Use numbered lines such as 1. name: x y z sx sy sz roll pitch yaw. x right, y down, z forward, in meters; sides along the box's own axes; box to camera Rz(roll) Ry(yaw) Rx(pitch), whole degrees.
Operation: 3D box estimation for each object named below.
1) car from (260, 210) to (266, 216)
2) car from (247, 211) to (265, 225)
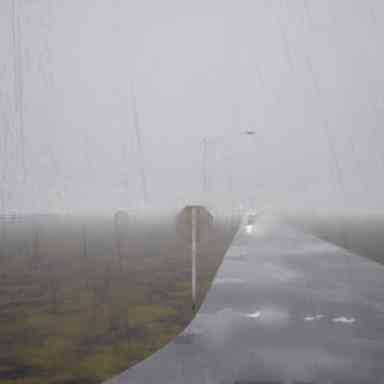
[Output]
1. car: 18.652 5.502 88.355 1.837 1.490 4.892 0 -2 10
2. car: 8.764 3.781 46.702 2.128 1.511 4.902 0 -3 10
